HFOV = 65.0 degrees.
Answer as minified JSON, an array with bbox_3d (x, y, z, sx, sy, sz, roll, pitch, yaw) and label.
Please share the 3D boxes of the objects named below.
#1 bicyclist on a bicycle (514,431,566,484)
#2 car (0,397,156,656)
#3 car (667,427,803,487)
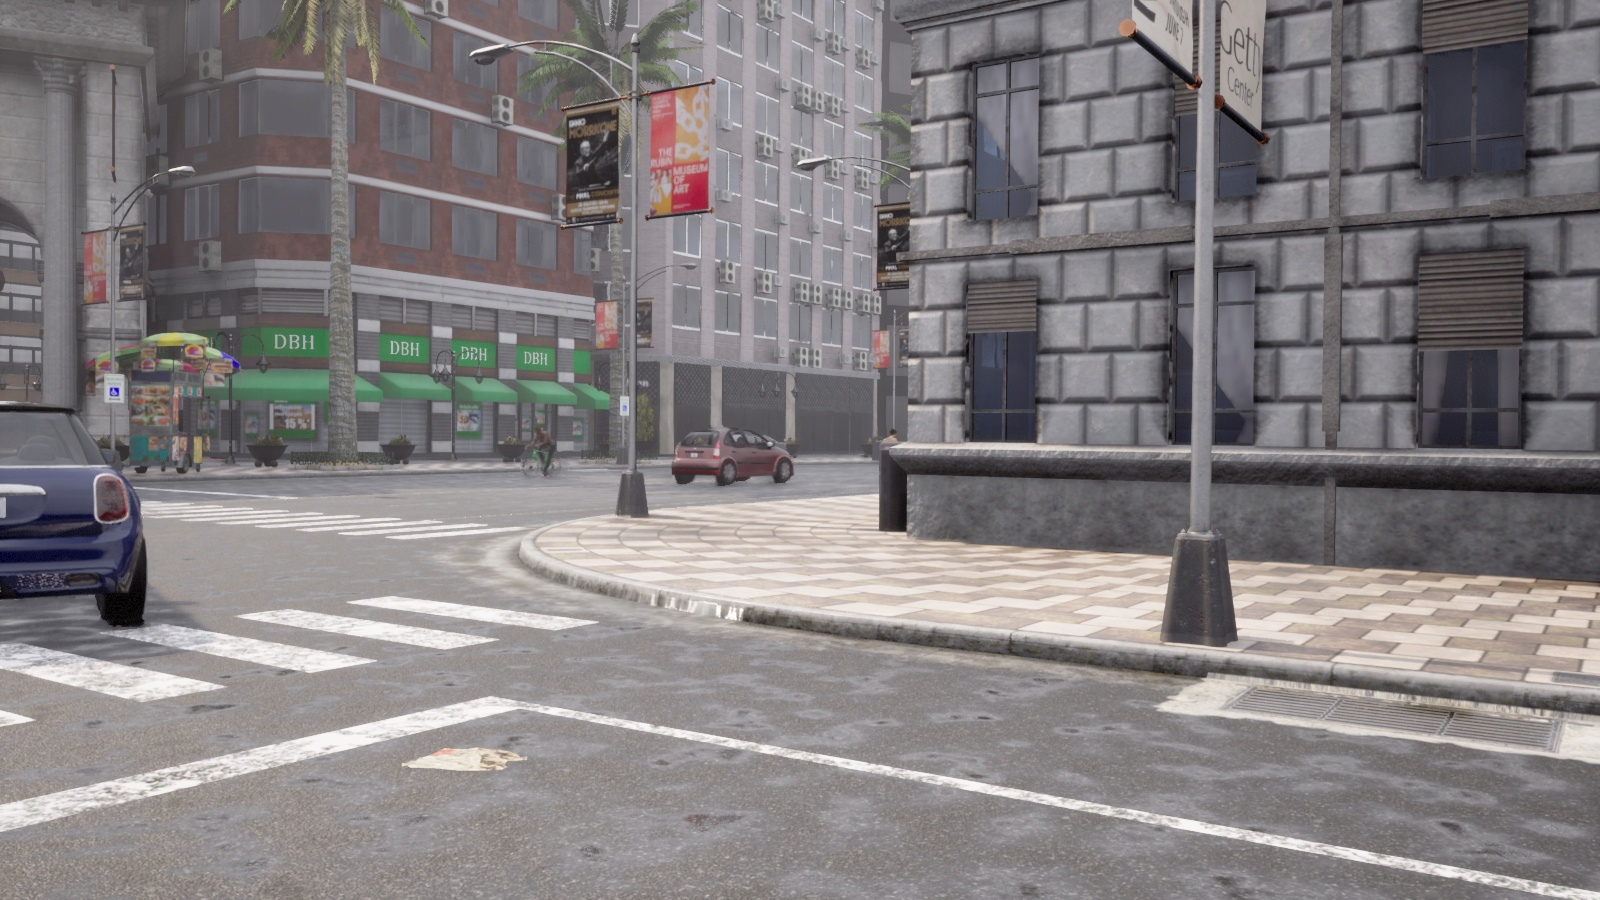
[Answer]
[{"bbox_3d":[-8.130,0.221,39.358,0.582,1.620,1.656,0,1,33],"label":"bicyclist on a bicycle"},{"bbox_3d":[-6.831,0.510,10.393,2.097,1.767,4.553,-1,1,-34],"label":"car"},{"bbox_3d":[-1.810,0.153,36.145,1.851,1.617,3.988,0,1,34],"label":"car"}]
